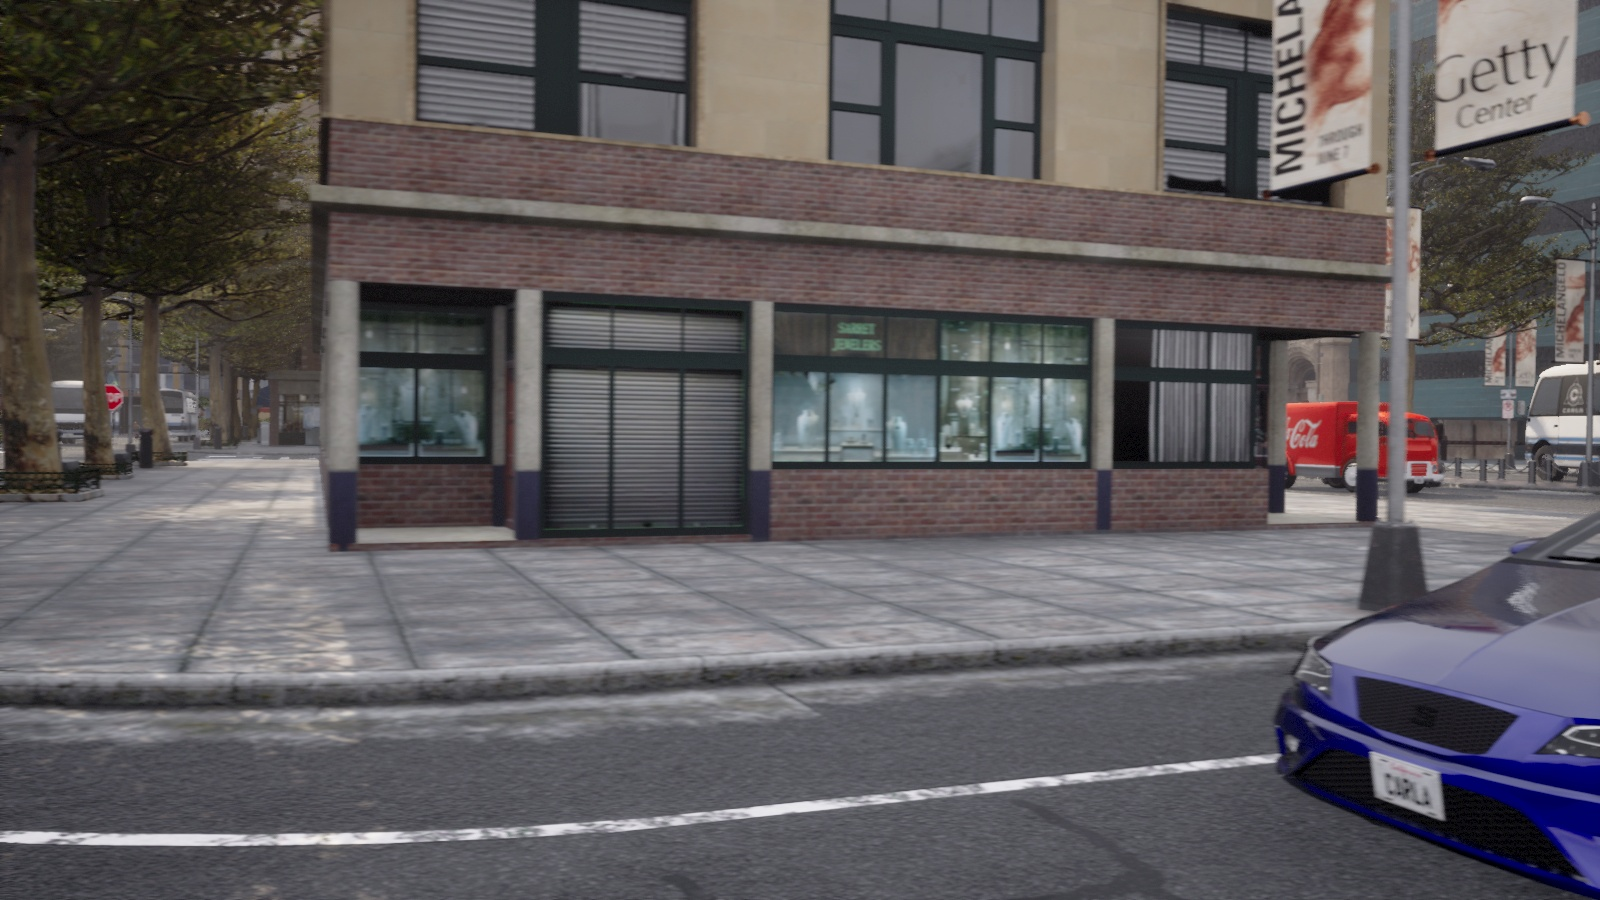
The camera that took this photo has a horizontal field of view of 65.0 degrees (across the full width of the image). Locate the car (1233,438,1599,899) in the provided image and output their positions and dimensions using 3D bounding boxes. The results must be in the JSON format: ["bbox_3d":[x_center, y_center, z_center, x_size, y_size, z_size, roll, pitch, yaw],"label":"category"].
[{"bbox_3d":[3.956,0.692,4.741,4.193,1.474,1.816,-1,1,-21],"label":"car"}]

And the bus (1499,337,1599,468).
[{"bbox_3d":[27.928,-1.556,41.552,3.944,4.253,10.273,0,1,1],"label":"bus"}]

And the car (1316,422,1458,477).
[{"bbox_3d":[17.765,-0.036,38.162,1.789,1.549,3.705,-1,1,-21],"label":"car"}]

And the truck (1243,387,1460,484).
[{"bbox_3d":[15.241,-0.424,35.088,2.627,2.467,5.204,-1,1,-21],"label":"truck"}]

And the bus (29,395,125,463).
[{"bbox_3d":[-48.156,-1.425,84.033,3.944,4.253,10.273,-1,1,-21],"label":"bus"}]
